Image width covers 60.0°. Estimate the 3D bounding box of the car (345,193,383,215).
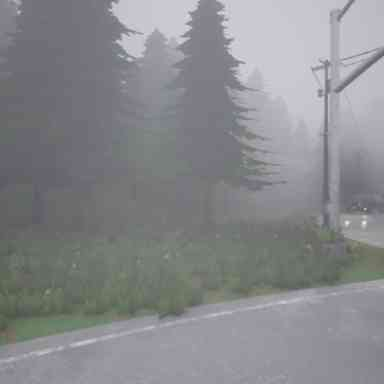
[{"bbox_3d":[17.664,1.150,33.929,5.566,2.045,2.150,0,0,-43],"label":"car"}]
